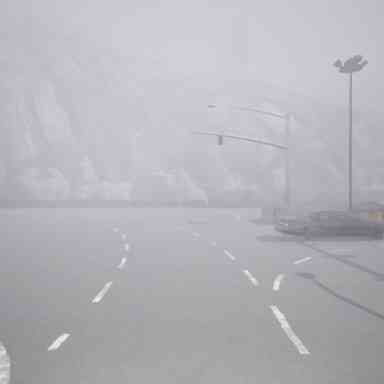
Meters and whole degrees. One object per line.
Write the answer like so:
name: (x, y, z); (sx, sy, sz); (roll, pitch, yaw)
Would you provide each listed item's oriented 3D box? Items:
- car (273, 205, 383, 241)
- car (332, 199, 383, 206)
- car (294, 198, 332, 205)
car: (6.657, 1.514, 15.842); (5.357, 1.411, 2.033); (0, 0, -3)
car: (15.597, 1.500, 30.522); (4.181, 1.385, 1.994); (0, 0, -3)
car: (15.308, 1.461, 41.021); (5.357, 1.411, 2.033); (0, 0, -3)
